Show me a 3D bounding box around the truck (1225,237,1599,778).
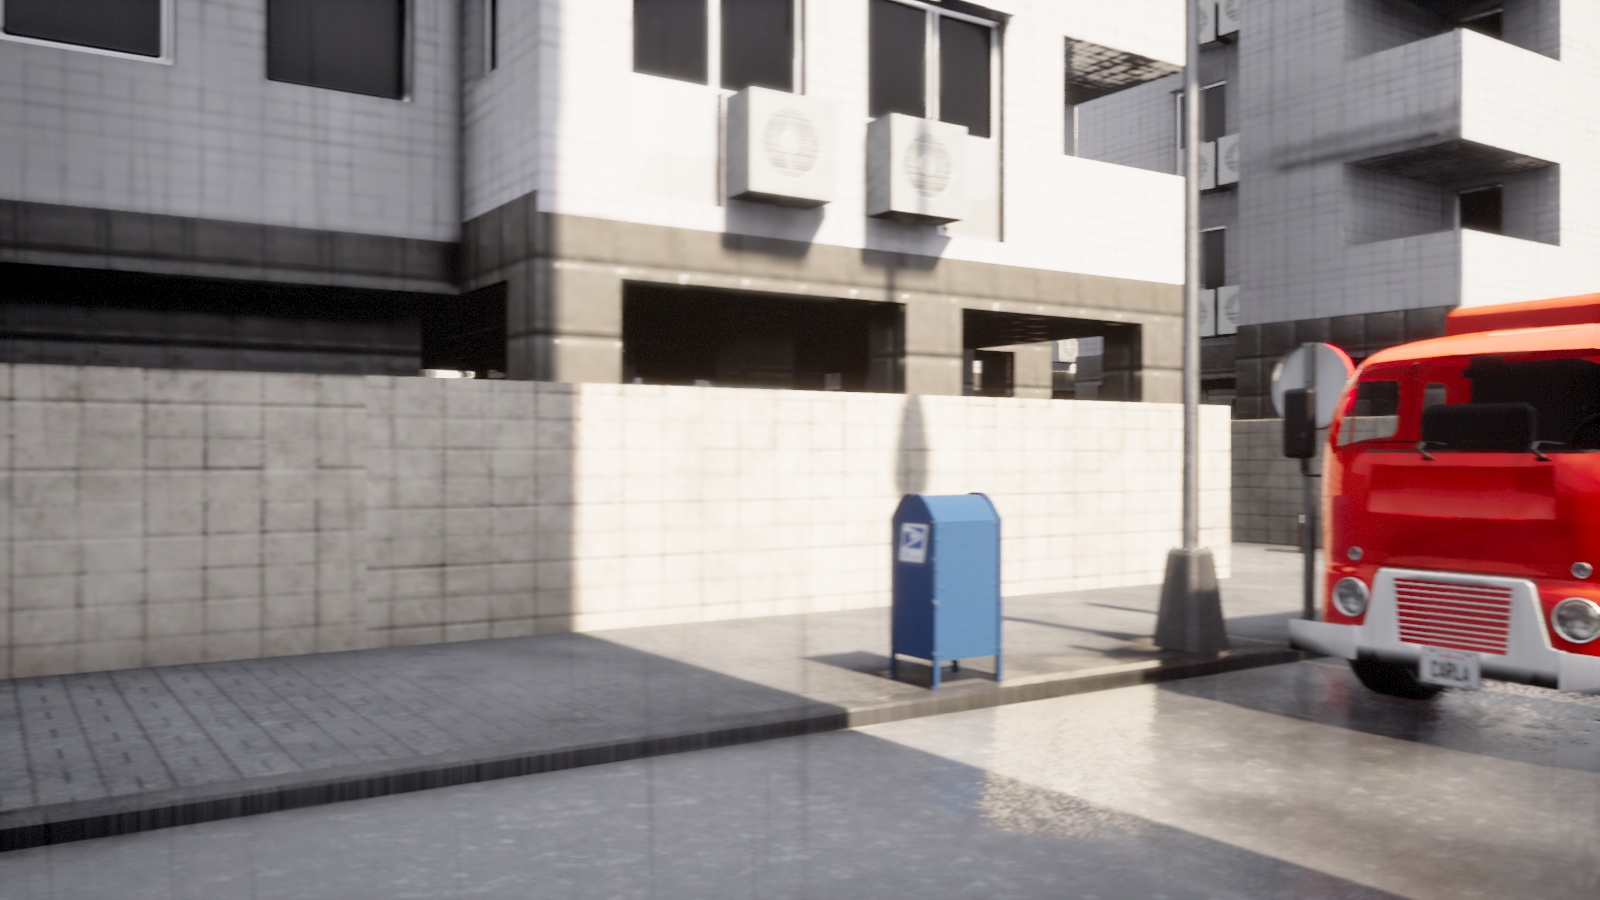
[{"bbox_3d":[5.407,0.265,7.783,5.204,2.467,2.627,0,0,-34],"label":"truck"}]
